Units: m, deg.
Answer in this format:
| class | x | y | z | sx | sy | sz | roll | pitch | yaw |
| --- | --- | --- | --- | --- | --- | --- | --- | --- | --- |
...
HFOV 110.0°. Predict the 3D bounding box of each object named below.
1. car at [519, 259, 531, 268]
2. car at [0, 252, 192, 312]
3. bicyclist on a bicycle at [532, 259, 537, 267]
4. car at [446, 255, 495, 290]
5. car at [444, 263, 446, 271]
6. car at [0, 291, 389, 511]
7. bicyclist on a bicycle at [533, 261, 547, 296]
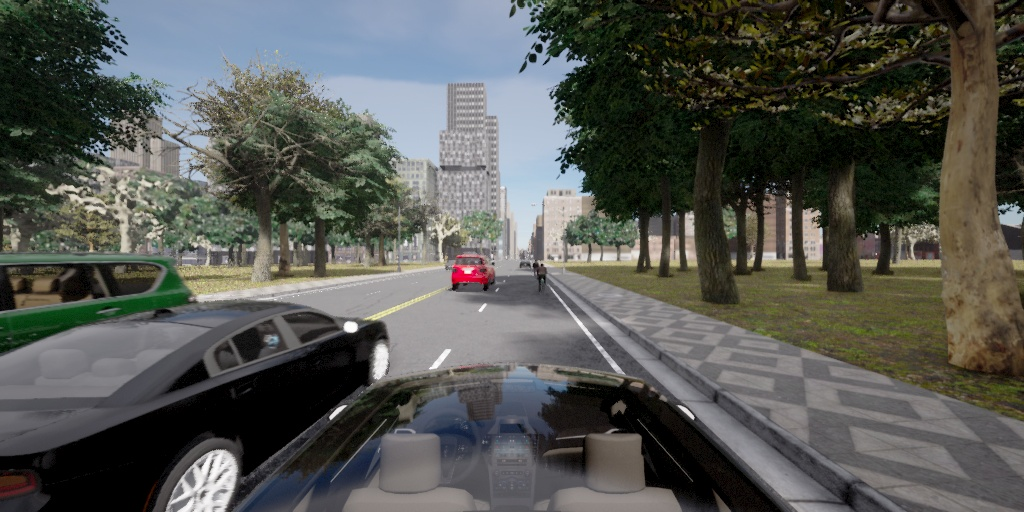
| class | x | y | z | sx | sy | sz | roll | pitch | yaw |
| --- | --- | --- | --- | --- | --- | --- | --- | --- | --- |
| car | 2.296 | 1.307 | 61.764 | 1.882 | 1.535 | 5.008 | 0 | 0 | 2 |
| car | -6.451 | 0.971 | 3.806 | 2.150 | 2.045 | 5.566 | 0 | 0 | 2 |
| bicyclist on a bicycle | 1.923 | 1.130 | 28.813 | 0.659 | 1.776 | 1.843 | 0 | 0 | 2 |
| car | -2.345 | 0.975 | 22.567 | 2.150 | 2.045 | 5.566 | 0 | 0 | 2 |
| car | -8.075 | 1.302 | 49.833 | 1.837 | 1.490 | 4.892 | 0 | 0 | 2 |
| car | -3.005 | 1.227 | 3.938 | 1.882 | 1.535 | 5.008 | 0 | 0 | 2 |
| bicyclist on a bicycle | 1.561 | 1.205 | 18.598 | 0.582 | 1.620 | 1.656 | 0 | 0 | 2 |
